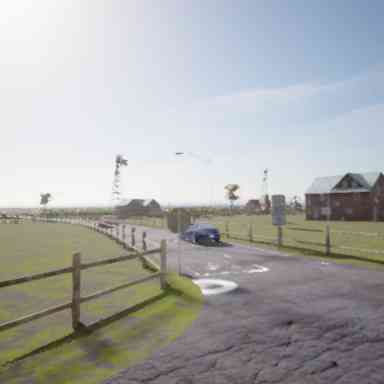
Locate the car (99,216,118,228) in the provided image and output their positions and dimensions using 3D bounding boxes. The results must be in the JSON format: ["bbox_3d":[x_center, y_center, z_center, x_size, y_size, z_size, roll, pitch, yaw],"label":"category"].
[{"bbox_3d":[-12.415,4.330,49.465,2.097,1.767,4.553,0,-3,-24],"label":"car"}]

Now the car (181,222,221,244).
[{"bbox_3d":[0.570,2.847,23.804,1.812,1.442,4.674,0,-3,-18],"label":"car"}]
